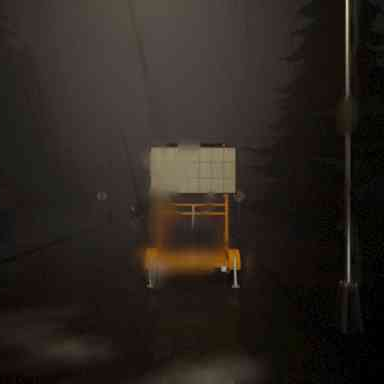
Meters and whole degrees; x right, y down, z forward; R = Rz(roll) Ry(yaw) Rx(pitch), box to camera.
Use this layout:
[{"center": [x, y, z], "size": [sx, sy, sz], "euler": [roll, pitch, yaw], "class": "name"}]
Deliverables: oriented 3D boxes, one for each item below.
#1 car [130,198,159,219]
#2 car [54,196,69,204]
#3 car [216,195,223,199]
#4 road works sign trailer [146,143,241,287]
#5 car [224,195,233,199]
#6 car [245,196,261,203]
[{"center": [-4.034, 1.351, 29.075], "size": [2.097, 1.767, 4.553], "euler": [0, 0, 0], "class": "car"}, {"center": [-23.774, 1.412, 60.510], "size": [1.845, 1.501, 3.633], "euler": [0, 0, 0], "class": "car"}, {"center": [8.551, 1.429, 93.391], "size": [3.633, 1.501, 1.845], "euler": [0, 0, 11], "class": "car"}, {"center": [0.037, 0.464, 9.263], "size": [2.380, 3.560, 2.880], "euler": [0, 0, 0], "class": "road works sign trailer"}, {"center": [11.322, 1.515, 92.995], "size": [1.853, 1.218, 4.536], "euler": [0, 0, 30], "class": "car"}, {"center": [12.550, 1.673, 69.478], "size": [4.902, 1.511, 2.128], "euler": [0, 0, 0], "class": "car"}]
